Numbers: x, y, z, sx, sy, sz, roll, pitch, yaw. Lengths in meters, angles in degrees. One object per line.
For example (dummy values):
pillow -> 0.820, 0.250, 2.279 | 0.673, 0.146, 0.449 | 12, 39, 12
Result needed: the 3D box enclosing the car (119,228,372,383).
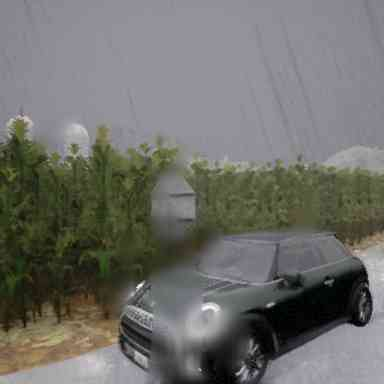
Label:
car -> 1.091, 1.488, 5.587 | 4.553, 1.767, 2.097 | 0, -2, -39
